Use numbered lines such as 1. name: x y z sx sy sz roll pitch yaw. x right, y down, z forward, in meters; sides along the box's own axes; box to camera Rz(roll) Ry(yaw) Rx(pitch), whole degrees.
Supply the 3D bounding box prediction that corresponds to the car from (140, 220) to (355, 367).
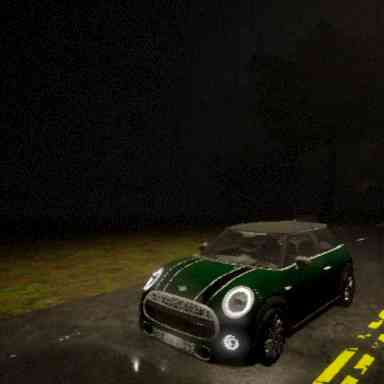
1. car: 1.257 1.374 6.054 2.097 1.767 4.553 0 0 42
